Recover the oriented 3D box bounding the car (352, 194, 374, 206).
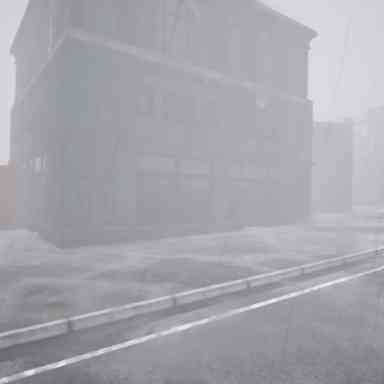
[{"bbox_3d":[21.627,0.997,43.612,2.128,1.511,4.902,1,0,-9],"label":"car"}]
